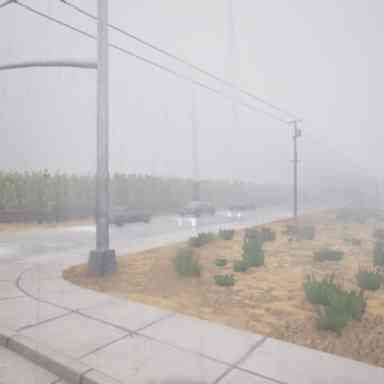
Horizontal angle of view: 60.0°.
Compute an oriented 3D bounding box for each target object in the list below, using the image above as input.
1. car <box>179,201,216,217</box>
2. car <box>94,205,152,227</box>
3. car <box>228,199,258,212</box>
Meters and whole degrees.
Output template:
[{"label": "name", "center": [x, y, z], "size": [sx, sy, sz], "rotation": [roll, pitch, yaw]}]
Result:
[{"label": "car", "center": [0.636, 1.550, 31.486], "size": [1.812, 1.442, 4.674], "rotation": [0, 0, 32]}, {"label": "car", "center": [-4.700, 1.588, 23.146], "size": [1.994, 1.385, 4.181], "rotation": [0, 0, 33]}, {"label": "car", "center": [6.239, 1.571, 40.283], "size": [2.033, 1.411, 5.357], "rotation": [0, 0, 33]}]
